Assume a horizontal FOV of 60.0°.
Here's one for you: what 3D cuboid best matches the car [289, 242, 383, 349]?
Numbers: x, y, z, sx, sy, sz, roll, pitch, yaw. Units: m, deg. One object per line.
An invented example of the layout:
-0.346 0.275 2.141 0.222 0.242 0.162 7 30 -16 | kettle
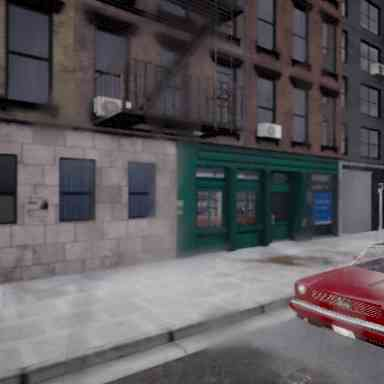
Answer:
3.868 1.599 5.832 4.718 1.301 1.895 0 0 -35 | car
